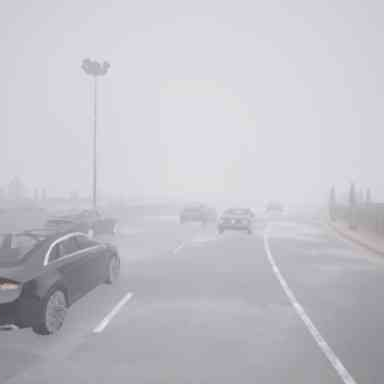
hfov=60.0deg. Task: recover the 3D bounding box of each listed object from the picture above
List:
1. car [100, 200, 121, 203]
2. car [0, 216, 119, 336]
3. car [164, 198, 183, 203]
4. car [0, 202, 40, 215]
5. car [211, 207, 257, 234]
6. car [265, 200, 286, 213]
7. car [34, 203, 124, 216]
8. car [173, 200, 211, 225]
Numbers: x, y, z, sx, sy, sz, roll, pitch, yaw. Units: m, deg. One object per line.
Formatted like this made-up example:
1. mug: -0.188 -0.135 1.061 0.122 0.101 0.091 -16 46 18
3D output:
1. car: -9.604 1.618 38.411 1.812 1.442 4.674 0 0 21
2. car: -2.928 1.489 6.721 2.128 1.511 4.902 0 0 5
3. car: -2.329 1.644 47.144 1.882 1.535 5.008 0 0 22
4. car: -16.002 1.633 30.800 1.895 1.301 4.718 0 0 18
5. car: 2.762 1.599 19.682 2.033 1.411 5.357 0 0 15
6. car: 9.920 1.693 39.660 1.812 1.442 4.674 0 0 22
7. car: -5.123 1.517 16.064 1.837 1.490 4.892 0 0 11
8. car: 0.559 1.553 24.486 2.128 1.511 4.902 0 0 17
